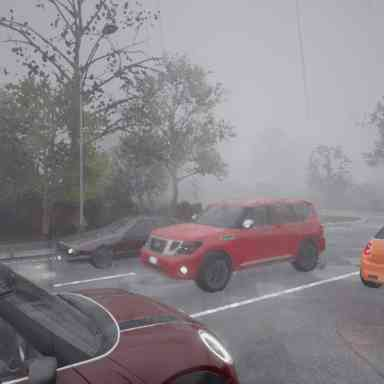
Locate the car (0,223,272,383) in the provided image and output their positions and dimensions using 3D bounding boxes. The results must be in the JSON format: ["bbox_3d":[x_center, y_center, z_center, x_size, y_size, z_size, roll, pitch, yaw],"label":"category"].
[{"bbox_3d":[-1.777,1.352,2.444,4.553,1.767,2.097,0,0,-36],"label":"car"}]

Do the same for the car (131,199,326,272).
[{"bbox_3d":[1.386,1.221,9.253,5.566,2.045,2.150,0,0,-35],"label":"car"}]

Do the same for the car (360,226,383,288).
[{"bbox_3d":[6.089,1.352,7.997,4.553,1.767,2.097,0,0,-35],"label":"car"}]

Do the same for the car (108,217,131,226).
[{"bbox_3d":[-1.727,1.547,11.326,5.357,1.411,2.033,0,0,-35],"label":"car"}]
